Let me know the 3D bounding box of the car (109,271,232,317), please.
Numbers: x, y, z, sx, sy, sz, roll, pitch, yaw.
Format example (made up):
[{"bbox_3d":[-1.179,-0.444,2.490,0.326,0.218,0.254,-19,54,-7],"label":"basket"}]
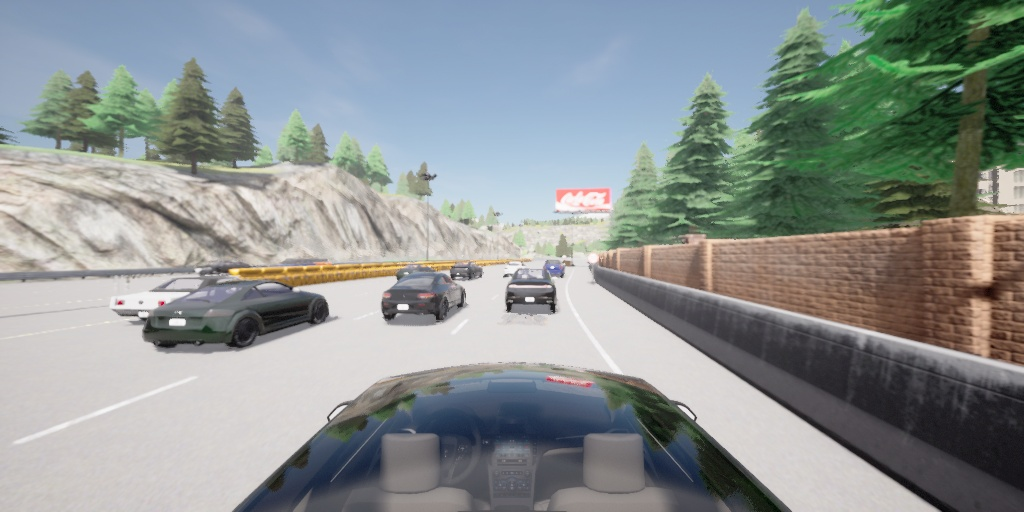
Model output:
[{"bbox_3d":[-9.939,1.322,12.050,1.895,1.301,4.718,0,0,4],"label":"car"}]

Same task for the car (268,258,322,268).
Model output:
[{"bbox_3d":[-21.175,1.040,34.620,2.097,1.767,4.553,0,0,10],"label":"car"}]

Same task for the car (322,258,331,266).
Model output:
[{"bbox_3d":[-23.338,1.034,41.982,2.097,1.767,4.553,0,0,11],"label":"car"}]

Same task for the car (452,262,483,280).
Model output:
[{"bbox_3d":[-3.852,1.230,30.820,2.128,1.511,4.902,0,0,10],"label":"car"}]

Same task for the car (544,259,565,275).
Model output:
[{"bbox_3d":[4.161,1.113,35.638,2.097,1.767,4.553,0,0,11],"label":"car"}]

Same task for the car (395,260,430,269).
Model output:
[{"bbox_3d":[-7.699,1.291,29.133,1.994,1.385,4.181,0,0,10],"label":"car"}]

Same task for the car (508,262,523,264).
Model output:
[{"bbox_3d":[0.394,1.276,34.638,1.812,1.442,4.674,0,0,10],"label":"car"}]

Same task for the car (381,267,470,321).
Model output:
[{"bbox_3d":[-2.883,1.267,12.326,1.812,1.442,4.674,0,0,4],"label":"car"}]

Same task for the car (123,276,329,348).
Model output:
[{"bbox_3d":[-6.591,1.295,9.176,1.994,1.385,4.181,0,0,3],"label":"car"}]

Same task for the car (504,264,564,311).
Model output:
[{"bbox_3d":[0.821,1.244,14.430,2.128,1.511,4.902,0,0,5],"label":"car"}]

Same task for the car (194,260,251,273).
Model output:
[{"bbox_3d":[-28.192,1.162,35.085,2.128,1.511,4.902,0,0,10],"label":"car"}]
